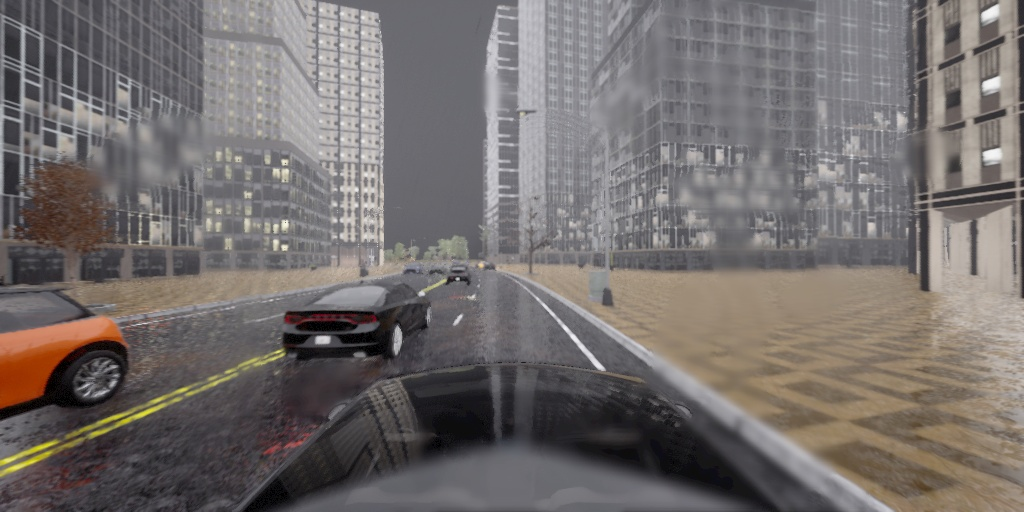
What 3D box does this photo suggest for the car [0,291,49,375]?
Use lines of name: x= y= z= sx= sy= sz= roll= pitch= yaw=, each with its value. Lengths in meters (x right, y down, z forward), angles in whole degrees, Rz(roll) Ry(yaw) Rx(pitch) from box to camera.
car: x=-9.873 y=1.346 z=4.173 sx=2.033 sy=1.411 sz=5.357 roll=0 pitch=0 yaw=0

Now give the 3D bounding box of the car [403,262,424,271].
car: x=-12.589 y=1.514 z=45.906 sx=2.097 sy=1.767 sz=4.553 roll=0 pitch=-1 yaw=-7

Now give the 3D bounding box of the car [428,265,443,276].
car: x=-9.057 y=1.734 z=43.762 sx=1.895 sy=1.301 sz=4.718 roll=0 pitch=-1 yaw=-6

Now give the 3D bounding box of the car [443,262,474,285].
car: x=-4.226 y=1.498 z=29.172 sx=1.837 sy=1.490 sz=4.892 roll=0 pitch=0 yaw=-4

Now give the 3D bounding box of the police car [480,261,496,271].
police car: x=-3.987 y=1.704 z=62.255 sx=1.930 sy=1.638 sz=5.238 roll=0 pitch=-1 yaw=-9

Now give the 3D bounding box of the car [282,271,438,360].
car: x=-3.252 y=1.295 z=8.569 sx=1.882 sy=1.535 sz=5.008 roll=0 pitch=0 yaw=-1

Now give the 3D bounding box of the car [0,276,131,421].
car: x=-6.640 y=1.134 z=3.260 sx=2.097 sy=1.767 sz=4.553 roll=0 pitch=0 yaw=0
